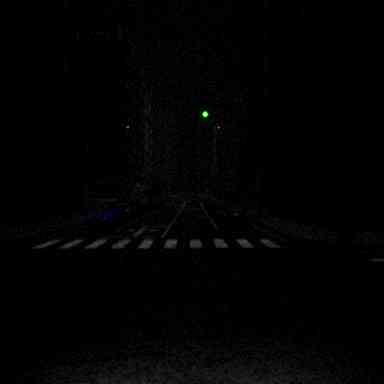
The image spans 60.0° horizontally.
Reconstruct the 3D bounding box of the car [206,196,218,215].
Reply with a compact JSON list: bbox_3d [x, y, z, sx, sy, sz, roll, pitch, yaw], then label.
[{"bbox_3d":[2.717,1.448,33.656,1.967,1.590,4.097,0,0,0],"label":"car"}]

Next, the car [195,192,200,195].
[{"bbox_3d":[0.076,1.366,63.402,2.097,1.767,4.553,0,0,0],"label":"car"}]

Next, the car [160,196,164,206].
[{"bbox_3d":[-5.800,1.543,50.491,1.752,1.417,4.829,0,0,0],"label":"car"}]

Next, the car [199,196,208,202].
[{"bbox_3d":[2.739,1.576,79.011,1.947,1.339,4.313,0,0,0],"label":"car"}]

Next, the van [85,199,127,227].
[{"bbox_3d":[-5.814,1.351,22.319,1.690,1.788,3.998,0,0,0],"label":"van"}]

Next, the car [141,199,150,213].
[{"bbox_3d":[-5.808,1.580,33.656,1.947,1.339,4.313,0,0,0],"label":"car"}]

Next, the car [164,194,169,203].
[{"bbox_3d":[-5.794,1.563,61.997,1.887,1.381,4.507,0,0,0],"label":"car"}]

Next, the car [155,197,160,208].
[{"bbox_3d":[-5.803,1.583,44.993,1.947,1.339,4.313,0,0,0],"label":"car"}]

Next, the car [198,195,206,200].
[{"bbox_3d":[2.745,1.559,90.348,2.008,1.369,4.403,0,0,0],"label":"car"}]

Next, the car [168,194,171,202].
[{"bbox_3d":[-5.792,1.543,67.496,1.752,1.417,4.829,0,0,0],"label":"car"}]

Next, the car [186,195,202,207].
[{"bbox_3d":[0.168,1.539,49.621,1.812,1.442,4.674,0,0,0],"label":"car"}]

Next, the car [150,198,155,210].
[{"bbox_3d":[-5.806,1.598,39.324,1.802,1.307,4.206,0,0,0],"label":"car"}]

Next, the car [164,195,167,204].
[{"bbox_3d":[-5.797,1.584,56.329,1.947,1.339,4.313,0,0,0],"label":"car"}]

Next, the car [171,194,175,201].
[{"bbox_3d":[-5.787,1.332,79.003,2.192,1.841,5.009,0,0,0],"label":"car"}]

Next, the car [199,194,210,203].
[{"bbox_3d":[2.736,1.326,73.341,2.192,1.841,5.009,0,0,0],"label":"car"}]

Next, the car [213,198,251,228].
[{"bbox_3d":[2.712,1.443,22.317,1.967,1.590,4.097,0,0,0],"label":"car"}]

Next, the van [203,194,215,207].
[{"bbox_3d":[2.722,1.352,44.994,1.690,1.788,3.998,0,0,0],"label":"van"}]

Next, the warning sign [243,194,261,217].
[{"bbox_3d":[5.116,1.119,28.311,1.300,1.860,1.060,0,0,0],"label":"warning sign"}]

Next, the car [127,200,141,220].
[{"bbox_3d":[-5.811,1.452,27.988,1.967,1.590,4.097,0,0,0],"label":"car"}]

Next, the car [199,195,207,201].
[{"bbox_3d":[2.742,1.575,84.679,1.947,1.339,4.313,0,0,0],"label":"car"}]

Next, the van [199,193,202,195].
[{"bbox_3d":[2.731,1.353,62.002,1.690,1.788,3.998,0,0,0],"label":"van"}]

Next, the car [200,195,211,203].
[{"bbox_3d":[2.734,1.451,67.672,1.967,1.590,4.097,0,0,0],"label":"car"}]
